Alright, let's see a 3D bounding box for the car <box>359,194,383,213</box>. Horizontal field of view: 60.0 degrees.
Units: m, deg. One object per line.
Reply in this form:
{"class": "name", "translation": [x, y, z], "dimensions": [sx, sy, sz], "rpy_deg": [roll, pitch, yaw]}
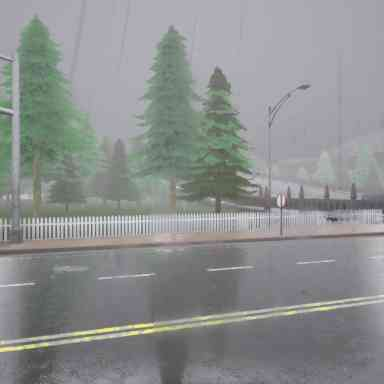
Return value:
{"class": "car", "translation": [19.664, 1.217, 33.584], "dimensions": [2.150, 2.045, 5.566], "rpy_deg": [0, 0, -20]}

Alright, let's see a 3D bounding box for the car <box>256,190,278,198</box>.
{"class": "car", "translation": [12.335, 0.607, 54.385], "dimensions": [2.097, 1.767, 4.553], "rpy_deg": [0, 5, -19]}

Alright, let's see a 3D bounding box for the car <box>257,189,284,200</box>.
{"class": "car", "translation": [14.071, 0.378, 60.088], "dimensions": [2.033, 1.411, 5.357], "rpy_deg": [0, 6, -19]}

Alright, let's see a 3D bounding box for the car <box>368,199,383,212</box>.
{"class": "car", "translation": [22.151, 1.555, 37.049], "dimensions": [1.994, 1.385, 4.181], "rpy_deg": [0, 0, -20]}

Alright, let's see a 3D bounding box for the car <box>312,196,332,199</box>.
{"class": "car", "translation": [16.498, 1.440, 42.518], "dimensions": [1.812, 1.442, 4.674], "rpy_deg": [0, 1, -19]}

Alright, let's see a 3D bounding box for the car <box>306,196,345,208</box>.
{"class": "car", "translation": [18.679, 1.350, 46.837], "dimensions": [2.033, 1.411, 5.357], "rpy_deg": [0, 2, -20]}
